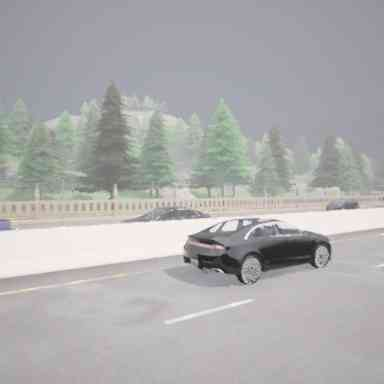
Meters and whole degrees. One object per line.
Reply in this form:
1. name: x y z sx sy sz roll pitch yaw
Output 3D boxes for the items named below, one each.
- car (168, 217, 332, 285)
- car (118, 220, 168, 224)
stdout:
1. car: 2.032 1.480 9.490 4.902 1.511 2.128 0 0 -36
2. car: -1.234 1.492 16.008 4.892 1.490 1.837 0 0 -35
